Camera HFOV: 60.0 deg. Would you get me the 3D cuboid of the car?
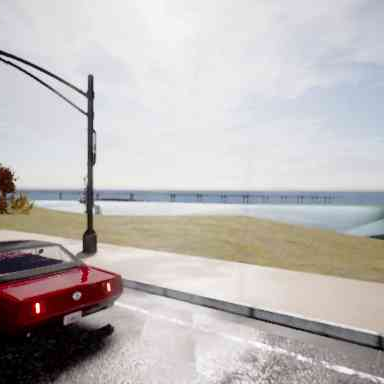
[{"bbox_3d":[-3.569,1.573,6.239,4.718,1.301,1.895,0,0,36],"label":"car"}]
